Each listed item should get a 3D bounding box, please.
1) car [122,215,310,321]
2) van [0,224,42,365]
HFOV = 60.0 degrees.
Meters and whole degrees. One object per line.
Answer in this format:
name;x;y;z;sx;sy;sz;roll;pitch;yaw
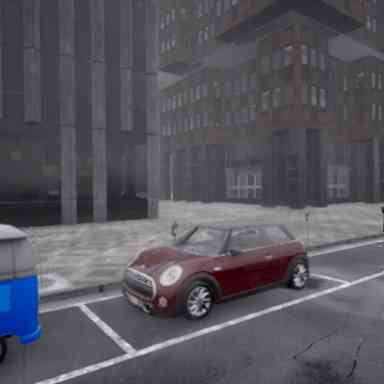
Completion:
car;0.599;1.363;7.059;4.097;1.590;1.967;-1;1;-35
van;-3.911;1.359;3.867;3.998;1.788;1.690;-1;1;-35
